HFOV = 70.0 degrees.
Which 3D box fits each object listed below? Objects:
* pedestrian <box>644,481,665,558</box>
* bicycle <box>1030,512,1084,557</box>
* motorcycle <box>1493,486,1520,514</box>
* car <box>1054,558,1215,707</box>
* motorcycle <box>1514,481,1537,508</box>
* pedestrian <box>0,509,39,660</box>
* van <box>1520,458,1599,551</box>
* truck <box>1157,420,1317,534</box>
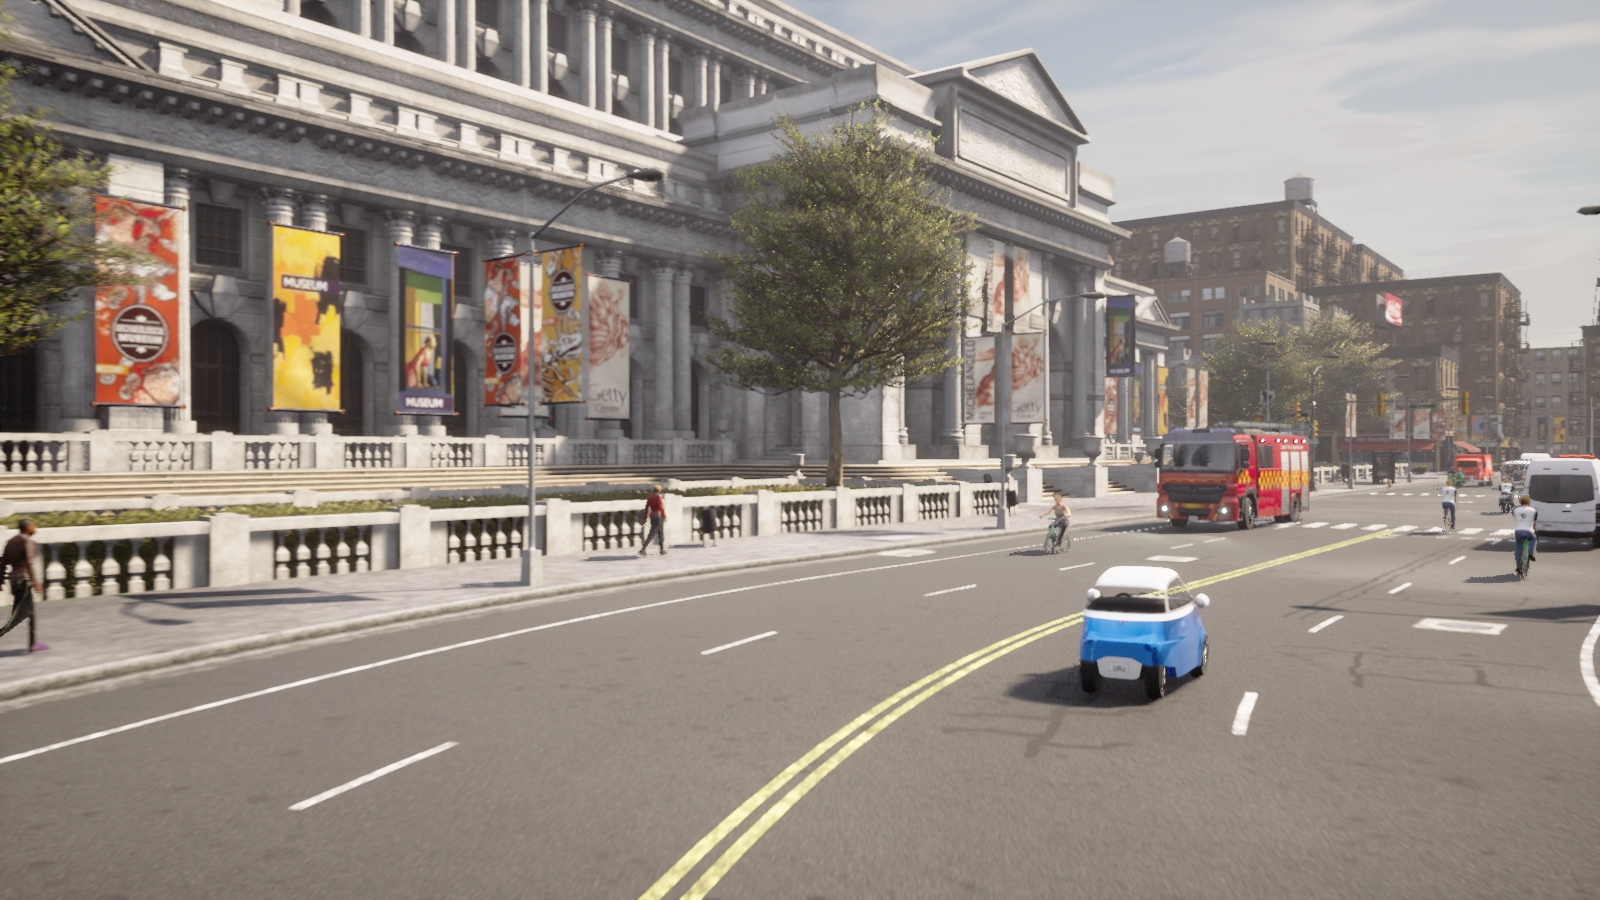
[{"bbox_3d":[-3.568,1.695,28.009,0.375,1.860,0.375,0,0,38],"label":"pedestrian"},{"bbox_3d":[6.909,2.258,30.704,0.859,1.080,1.487,0,0,38],"label":"bicycle"},{"bbox_3d":[31.353,2.222,50.667,0.803,1.145,2.033,0,0,38],"label":"motorcycle"},{"bbox_3d":[4.092,2.121,13.830,1.481,1.376,2.207,0,0,27],"label":"car"},{"bbox_3d":[35.897,2.180,56.507,0.764,1.277,2.356,0,0,38],"label":"motorcycle"},{"bbox_3d":[-9.996,1.693,14.542,0.375,1.860,0.375,0,0,24],"label":"pedestrian"},{"bbox_3d":[23.588,1.542,35.028,1.988,2.561,5.915,0,0,38],"label":"van"},{"bbox_3d":[16.365,0.895,42.360,2.891,3.827,8.468,0,0,40],"label":"truck"}]
